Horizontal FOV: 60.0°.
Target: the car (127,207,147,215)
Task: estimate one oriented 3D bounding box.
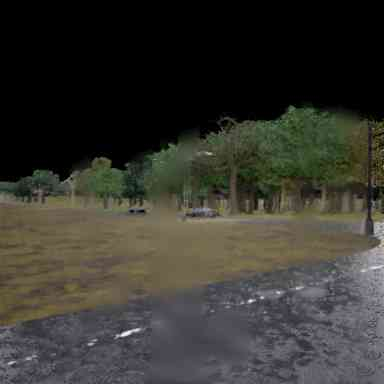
[{"bbox_3d":[-9.786,3.341,59.130,1.895,1.301,4.718,1,-2,-33],"label":"car"}]

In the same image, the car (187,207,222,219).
[{"bbox_3d":[1.456,2.635,41.798,2.033,1.411,5.357,1,-2,-33],"label":"car"}]
